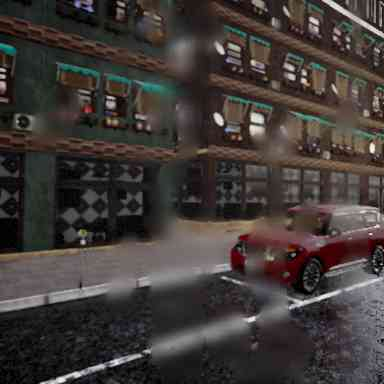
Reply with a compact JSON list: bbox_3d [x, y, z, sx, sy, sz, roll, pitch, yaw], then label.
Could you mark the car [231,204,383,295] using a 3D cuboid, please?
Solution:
[{"bbox_3d":[3.378,1.304,8.944,5.009,1.841,2.192,0,1,-35],"label":"car"}]
